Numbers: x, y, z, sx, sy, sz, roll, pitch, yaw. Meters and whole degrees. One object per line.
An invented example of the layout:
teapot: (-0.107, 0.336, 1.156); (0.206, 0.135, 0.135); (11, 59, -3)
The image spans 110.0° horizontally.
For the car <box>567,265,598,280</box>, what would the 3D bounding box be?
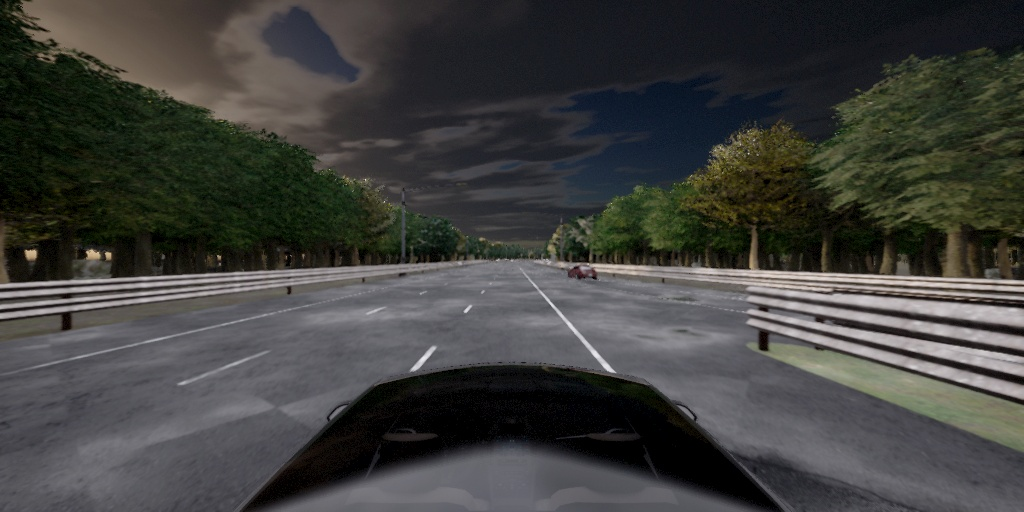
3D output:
car: (6.852, 1.602, 35.146); (1.812, 1.442, 4.674); (0, -1, -8)
